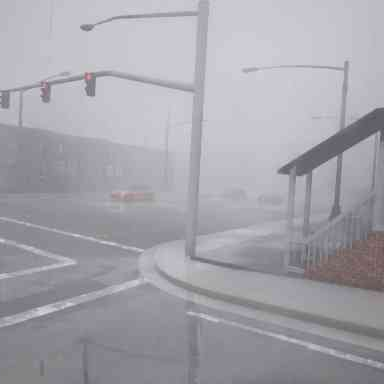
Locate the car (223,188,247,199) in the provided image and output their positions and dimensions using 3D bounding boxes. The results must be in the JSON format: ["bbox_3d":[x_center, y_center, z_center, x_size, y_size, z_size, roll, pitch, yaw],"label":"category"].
[{"bbox_3d":[6.273,0.229,48.304,2.128,1.511,4.902,5,3,36],"label":"car"}]

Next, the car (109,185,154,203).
[{"bbox_3d":[-5.693,0.081,31.761,2.097,1.767,4.553,5,3,36],"label":"car"}]

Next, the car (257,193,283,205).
[{"bbox_3d":[9.608,0.780,40.774,1.994,1.385,4.181,5,3,36],"label":"car"}]
